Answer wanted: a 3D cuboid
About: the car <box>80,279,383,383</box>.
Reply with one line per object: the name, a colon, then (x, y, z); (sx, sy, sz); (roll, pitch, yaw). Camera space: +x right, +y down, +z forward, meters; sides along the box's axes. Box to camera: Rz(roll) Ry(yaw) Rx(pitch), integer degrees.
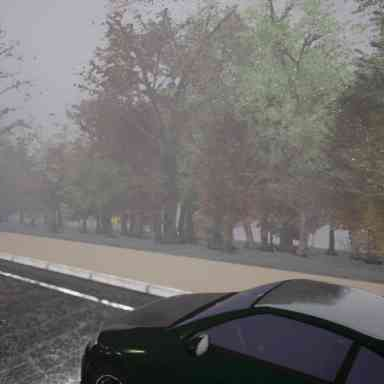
car: (0.877, 1.568, 3.057); (4.181, 1.385, 1.994); (0, 0, 36)
